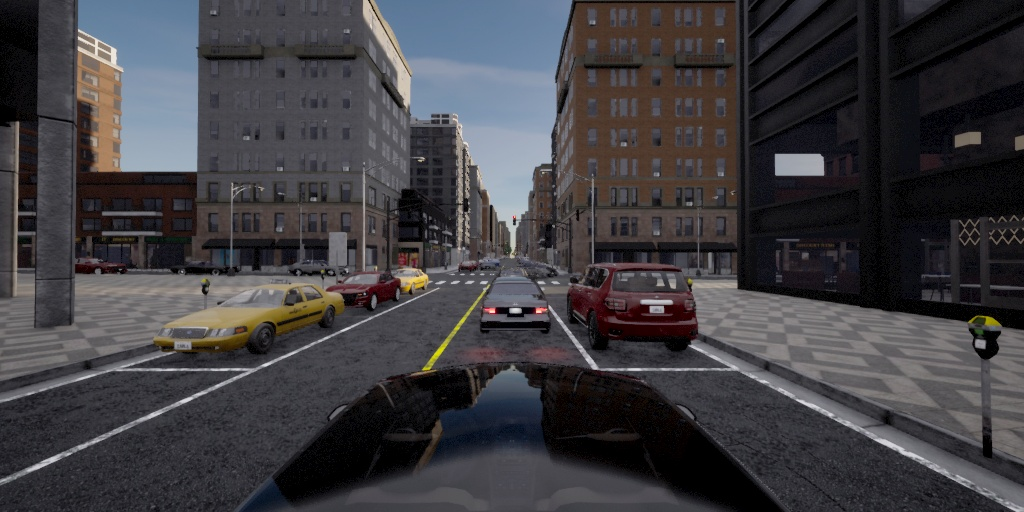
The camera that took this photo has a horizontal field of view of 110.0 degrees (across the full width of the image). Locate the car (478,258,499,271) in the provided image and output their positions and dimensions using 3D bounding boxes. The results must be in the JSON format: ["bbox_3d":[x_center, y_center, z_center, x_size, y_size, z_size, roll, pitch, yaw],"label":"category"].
[{"bbox_3d":[-3.230,1.325,48.990,1.994,1.385,4.181,0,0,0],"label":"car"}]

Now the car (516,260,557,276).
[{"bbox_3d":[2.129,1.354,33.234,4.181,1.385,1.994,0,0,42],"label":"car"}]

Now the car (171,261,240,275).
[{"bbox_3d":[-26.740,1.112,31.403,4.718,1.301,1.895,1,-1,0],"label":"car"}]

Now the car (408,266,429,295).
[{"bbox_3d":[-5.908,1.279,20.050,1.751,1.417,4.829,0,0,0],"label":"car"}]

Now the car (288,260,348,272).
[{"bbox_3d":[-16.843,1.092,31.371,4.902,1.511,2.128,1,-1,0],"label":"car"}]

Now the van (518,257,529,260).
[{"bbox_3d":[2.494,1.108,64.274,1.690,1.789,3.998,0,0,0],"label":"van"}]

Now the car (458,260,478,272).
[{"bbox_3d":[-5.985,1.306,47.239,1.888,1.381,4.507,0,0,0],"label":"car"}]

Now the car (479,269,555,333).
[{"bbox_3d":[0.067,1.300,10.717,2.033,1.411,5.357,0,0,0],"label":"car"}]

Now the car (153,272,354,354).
[{"bbox_3d":[-5.876,1.277,8.801,1.751,1.417,4.829,0,0,0],"label":"car"}]

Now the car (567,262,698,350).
[{"bbox_3d":[2.649,1.066,8.986,2.192,1.841,5.009,0,0,0],"label":"car"}]

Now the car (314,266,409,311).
[{"bbox_3d":[-5.893,1.298,14.595,1.888,1.381,4.507,0,0,0],"label":"car"}]

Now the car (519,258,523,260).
[{"bbox_3d":[2.510,1.347,58.601,1.802,1.307,4.207,0,0,0],"label":"car"}]

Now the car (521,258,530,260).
[{"bbox_3d":[2.526,1.344,52.927,1.802,1.307,4.207,0,0,0],"label":"car"}]

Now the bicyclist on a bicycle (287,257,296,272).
[{"bbox_3d":[-23.113,0.909,37.632,0.582,1.620,1.656,0,0,0],"label":"bicyclist on a bicycle"}]

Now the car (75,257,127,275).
[{"bbox_3d":[-36.835,0.897,31.446,5.008,1.535,1.882,1,-1,0],"label":"car"}]

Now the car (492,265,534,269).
[{"bbox_3d":[0.018,1.355,20.444,1.895,1.301,4.718,0,0,0],"label":"car"}]
